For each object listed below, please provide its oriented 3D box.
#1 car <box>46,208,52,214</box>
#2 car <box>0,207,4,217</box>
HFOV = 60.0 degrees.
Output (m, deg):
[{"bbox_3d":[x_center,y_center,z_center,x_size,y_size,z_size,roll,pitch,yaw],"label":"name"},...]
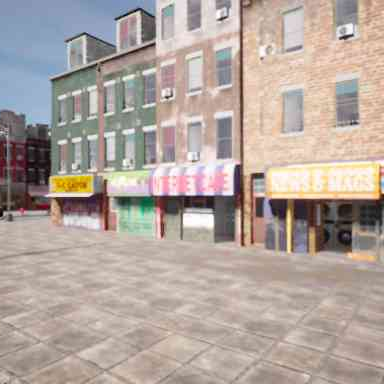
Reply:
[{"bbox_3d":[-13.030,1.875,36.351,2.033,1.411,5.357,0,-1,35],"label":"car"},{"bbox_3d":[-18.750,1.655,28.252,1.882,1.535,5.008,0,-1,35],"label":"car"}]
